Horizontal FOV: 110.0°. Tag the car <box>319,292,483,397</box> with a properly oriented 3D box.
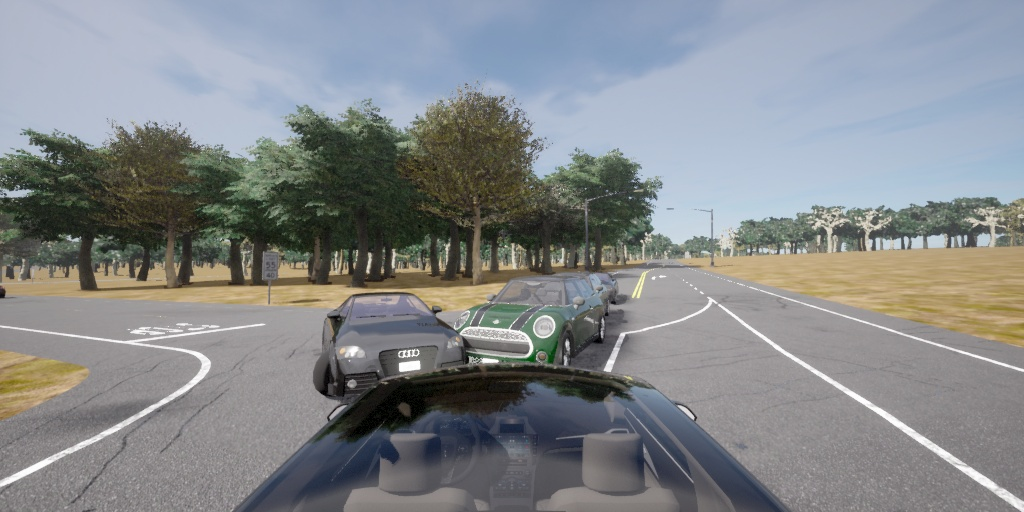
[{"bbox_3d":[-2.355,1.376,6.625,1.994,1.385,4.181,1,-2,-29],"label":"car"}]

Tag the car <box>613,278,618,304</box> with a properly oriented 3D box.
[{"bbox_3d":[4.217,1.509,17.870,1.994,1.385,4.181,-1,0,19],"label":"car"}]

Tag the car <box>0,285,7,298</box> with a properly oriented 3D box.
[{"bbox_3d":[-40.861,2.562,27.387,4.181,1.385,1.994,-2,-3,22],"label":"car"}]

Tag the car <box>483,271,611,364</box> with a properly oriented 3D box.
[{"bbox_3d":[0.617,1.218,7.830,2.097,1.767,4.553,-1,-2,26],"label":"car"}]

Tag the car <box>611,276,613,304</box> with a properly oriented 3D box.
[{"bbox_3d":[2.023,1.344,12.143,2.097,1.767,4.553,-1,-1,21],"label":"car"}]
